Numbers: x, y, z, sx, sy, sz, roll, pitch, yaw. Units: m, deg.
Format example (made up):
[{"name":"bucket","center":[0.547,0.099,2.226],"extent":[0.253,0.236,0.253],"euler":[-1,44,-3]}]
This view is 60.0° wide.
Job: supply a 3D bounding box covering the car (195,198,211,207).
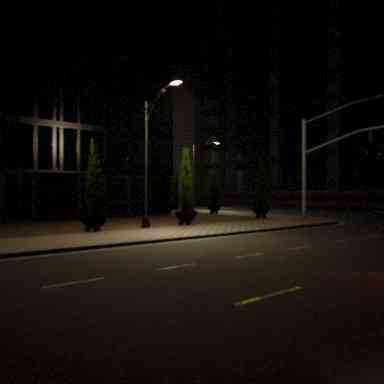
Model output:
[{"name":"car","center":[1.906,1.597,51.380],"extent":[2.033,1.411,5.357],"euler":[0,0,-36]}]
